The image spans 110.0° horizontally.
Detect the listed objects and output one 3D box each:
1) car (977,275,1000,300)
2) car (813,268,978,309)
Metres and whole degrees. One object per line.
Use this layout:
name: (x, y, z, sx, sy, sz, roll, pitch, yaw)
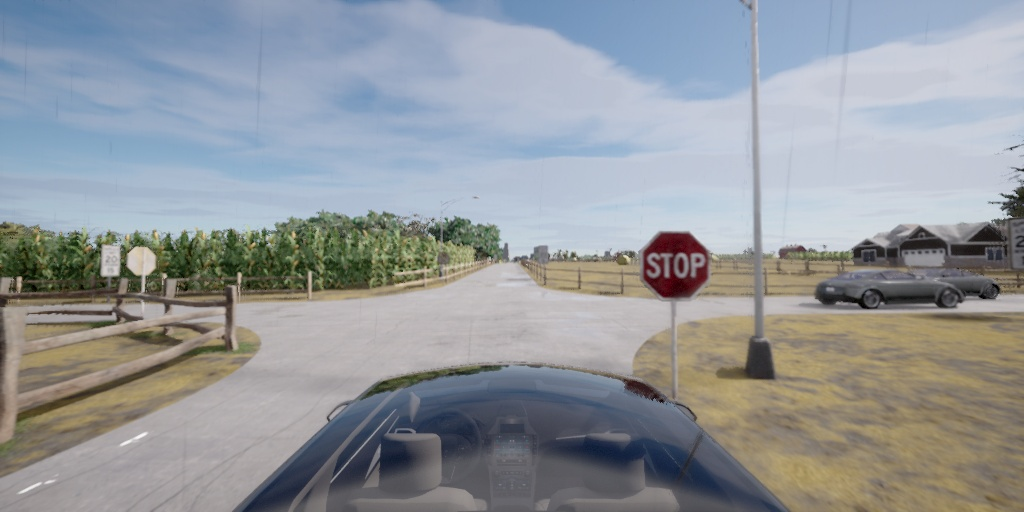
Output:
car: (19.009, 1.245, 16.235, 4.181, 1.385, 1.994, -1, -2, 0)
car: (13.871, 1.192, 13.376, 4.181, 1.385, 1.994, -1, -2, 0)
